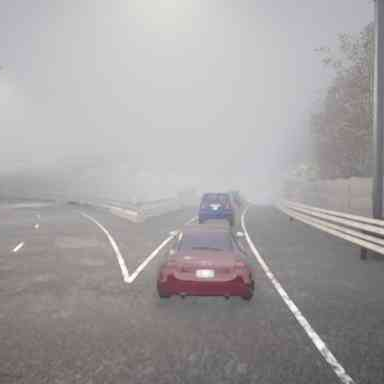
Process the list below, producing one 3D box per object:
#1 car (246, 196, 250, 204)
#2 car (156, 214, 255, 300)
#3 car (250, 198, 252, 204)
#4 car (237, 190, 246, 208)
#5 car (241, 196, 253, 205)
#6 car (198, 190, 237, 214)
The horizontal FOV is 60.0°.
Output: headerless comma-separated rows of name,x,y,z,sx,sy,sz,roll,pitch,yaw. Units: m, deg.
car,7.711,1.260,53.290,2.033,1.411,5.357,0,-1,12
car,0.344,1.468,8.184,1.994,1.385,4.181,0,0,3
car,9.643,1.602,62.281,1.895,1.301,4.718,0,-2,13
car,4.840,0.797,39.685,2.150,2.045,5.566,0,0,12
car,11.899,1.770,71.983,2.097,1.767,4.553,0,-3,14
car,1.681,0.978,21.662,2.150,2.045,5.566,0,1,8
